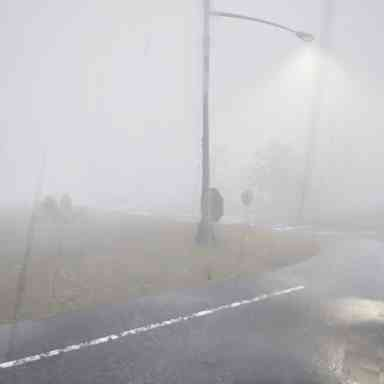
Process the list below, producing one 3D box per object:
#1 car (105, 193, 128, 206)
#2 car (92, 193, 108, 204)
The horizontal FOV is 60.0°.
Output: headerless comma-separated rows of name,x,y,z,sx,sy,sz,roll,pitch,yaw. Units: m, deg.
car,-11.991,1.426,54.233,1.837,1.490,4.892,0,0,-33
car,-16.467,1.128,60.849,2.150,2.045,5.566,0,0,-34
